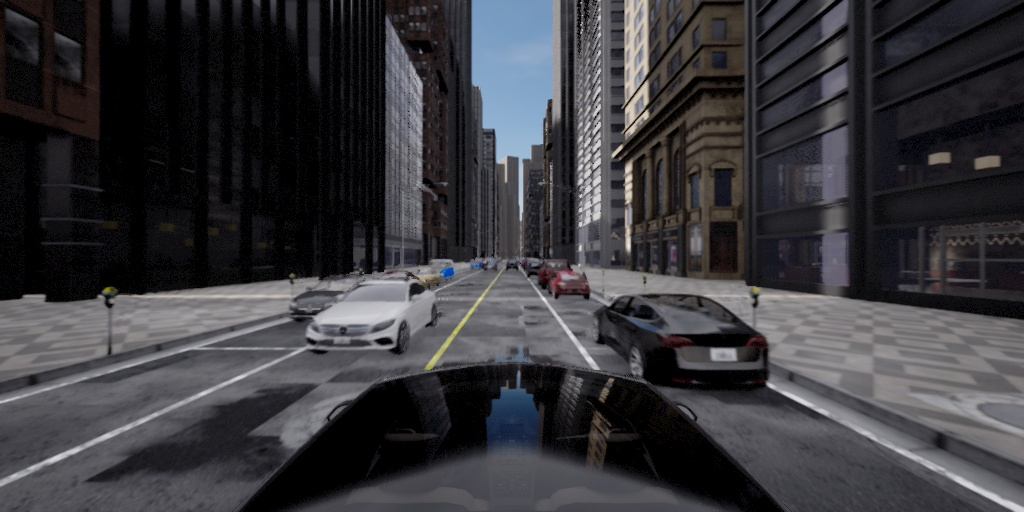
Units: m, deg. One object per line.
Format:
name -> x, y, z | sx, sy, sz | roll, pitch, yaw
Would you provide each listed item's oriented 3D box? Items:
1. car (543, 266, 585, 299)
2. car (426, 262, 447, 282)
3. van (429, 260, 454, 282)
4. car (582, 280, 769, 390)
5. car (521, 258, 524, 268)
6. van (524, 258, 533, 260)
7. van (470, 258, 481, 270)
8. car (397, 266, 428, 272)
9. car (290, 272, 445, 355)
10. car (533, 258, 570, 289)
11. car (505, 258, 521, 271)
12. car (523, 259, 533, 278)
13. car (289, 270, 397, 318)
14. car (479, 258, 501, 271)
car -> 2.768, 1.380, 17.979 | 1.802, 1.307, 4.207 | 0, 0, 0
car -> -5.756, 1.341, 23.408 | 1.751, 1.417, 4.829 | 0, 0, 0
van -> -5.754, 1.174, 29.187 | 1.690, 1.789, 3.998 | 0, 0, 0
car -> 2.764, 1.330, 6.760 | 1.948, 1.339, 4.313 | 0, 0, 0
car -> 2.780, 1.240, 57.242 | 2.192, 1.841, 5.009 | 0, 0, 0
van -> 2.776, 1.229, 46.024 | 1.690, 1.789, 3.998 | 0, 0, 0
van -> -5.745, 1.267, 57.234 | 1.690, 1.789, 3.998 | 0, 0, 0
car -> -5.758, 1.380, 17.968 | 1.802, 1.307, 4.207 | 0, 0, 0
car -> -3.107, 1.296, 8.909 | 1.812, 1.442, 4.674 | 0, 0, 0
car -> 2.769, 1.130, 23.587 | 2.192, 1.841, 5.009 | 0, 0, 0
car -> 0.018, 1.419, 53.469 | 1.837, 1.490, 4.892 | 0, 0, 0
car -> 2.365, 1.358, 35.370 | 1.837, 1.490, 4.892 | 0, 0, 0
car -> -5.759, 1.331, 12.359 | 2.007, 1.370, 4.403 | 0, 0, 0
car -> -3.047, 1.398, 51.503 | 2.128, 1.511, 4.902 | 0, 0, 0
